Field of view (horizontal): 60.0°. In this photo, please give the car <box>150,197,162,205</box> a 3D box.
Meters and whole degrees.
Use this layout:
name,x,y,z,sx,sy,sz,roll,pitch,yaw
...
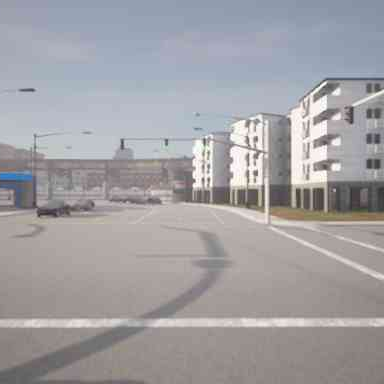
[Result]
name,x,y,z,sx,sy,sz,roll,pitch,yaw
car,-7.791,1.718,66.584,1.837,1.490,4.892,0,0,-32

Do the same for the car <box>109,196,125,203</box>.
name,x,y,z,sx,sy,sz,roll,pitch,yaw
car,-16.161,1.636,71.721,1.812,1.442,4.674,0,0,-45

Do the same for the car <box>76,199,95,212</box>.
name,x,y,z,sx,sy,sz,roll,pitch,yaw
car,-13.890,1.689,42.173,1.812,1.442,4.674,0,0,-8

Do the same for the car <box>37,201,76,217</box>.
name,x,y,z,sx,sy,sz,roll,pitch,yaw
car,-13.495,1.622,32.806,1.882,1.535,5.008,0,0,0

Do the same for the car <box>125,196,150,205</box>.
name,x,y,z,sx,sy,sz,roll,pitch,yaw
car,-10.671,1.701,64.590,2.128,1.511,4.902,0,0,-32

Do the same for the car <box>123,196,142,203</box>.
name,x,y,z,sx,sy,sz,roll,pitch,yaw
car,-13.250,1.576,73.735,1.837,1.490,4.892,0,0,-45

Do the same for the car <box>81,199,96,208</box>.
name,x,y,z,sx,sy,sz,roll,pitch,yaw
car,-16.260,1.784,51.966,1.895,1.301,4.718,0,0,-22
